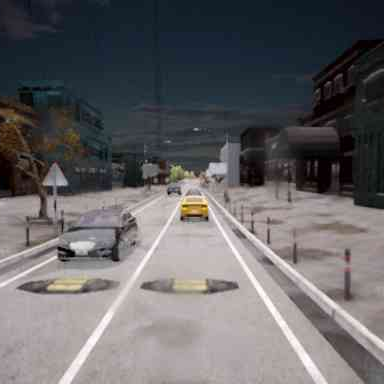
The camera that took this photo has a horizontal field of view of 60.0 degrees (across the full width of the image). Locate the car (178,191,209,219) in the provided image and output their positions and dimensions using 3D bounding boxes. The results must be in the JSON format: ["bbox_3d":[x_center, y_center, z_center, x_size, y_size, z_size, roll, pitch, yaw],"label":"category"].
[{"bbox_3d":[0.171,0.993,23.664,1.882,1.535,5.008,0,2,0],"label":"car"}]

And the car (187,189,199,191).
[{"bbox_3d":[0.230,0.298,41.926,1.994,1.385,4.181,0,2,0],"label":"car"}]

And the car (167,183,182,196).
[{"bbox_3d":[-2.882,-0.523,54.401,2.150,2.045,5.566,0,2,1],"label":"car"}]

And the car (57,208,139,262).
[{"bbox_3d":[-3.064,1.367,11.691,2.128,1.511,4.902,0,1,0],"label":"car"}]
